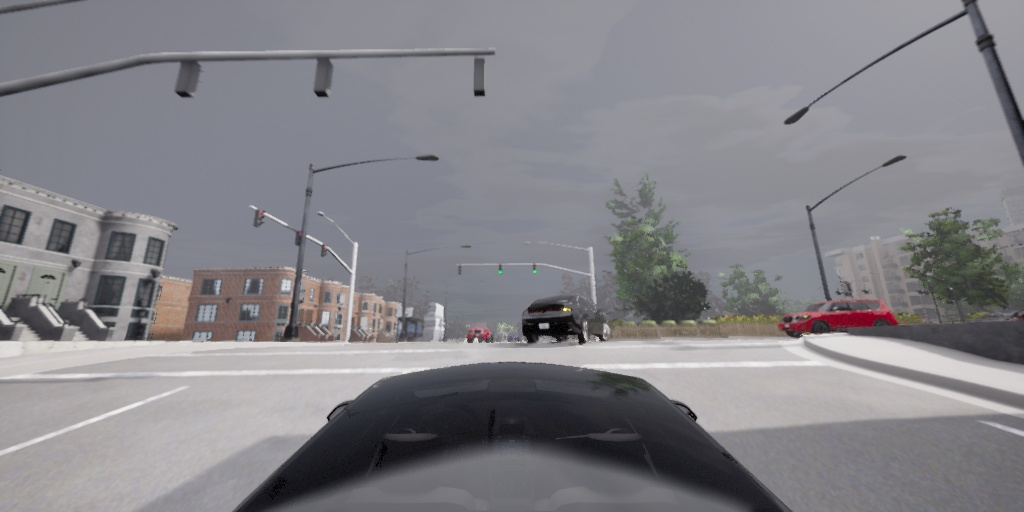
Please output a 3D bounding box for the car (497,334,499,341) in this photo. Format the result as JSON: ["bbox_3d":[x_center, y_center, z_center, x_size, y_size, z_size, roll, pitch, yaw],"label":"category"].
[{"bbox_3d":[-3.265,13.754,61.025,2.128,1.511,4.902,-1,-13,0],"label":"car"}]

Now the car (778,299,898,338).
[{"bbox_3d":[18.331,3.566,20.374,5.566,2.045,2.150,-1,-13,0],"label":"car"}]

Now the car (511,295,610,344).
[{"bbox_3d":[1.948,2.170,12.192,1.837,1.490,4.892,-8,-14,25],"label":"car"}]

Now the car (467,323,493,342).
[{"bbox_3d":[-3.478,8.114,38.293,2.150,2.045,5.566,-1,-13,-1],"label":"car"}]

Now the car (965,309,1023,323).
[{"bbox_3d":[28.273,3.740,20.243,4.181,1.385,1.994,-1,-13,0],"label":"car"}]

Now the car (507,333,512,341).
[{"bbox_3d":[0.273,13.707,60.902,1.812,1.442,4.674,-1,-13,0],"label":"car"}]

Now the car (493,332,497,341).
[{"bbox_3d":[-3.395,10.693,48.108,1.882,1.535,5.008,-1,-13,0],"label":"car"}]
